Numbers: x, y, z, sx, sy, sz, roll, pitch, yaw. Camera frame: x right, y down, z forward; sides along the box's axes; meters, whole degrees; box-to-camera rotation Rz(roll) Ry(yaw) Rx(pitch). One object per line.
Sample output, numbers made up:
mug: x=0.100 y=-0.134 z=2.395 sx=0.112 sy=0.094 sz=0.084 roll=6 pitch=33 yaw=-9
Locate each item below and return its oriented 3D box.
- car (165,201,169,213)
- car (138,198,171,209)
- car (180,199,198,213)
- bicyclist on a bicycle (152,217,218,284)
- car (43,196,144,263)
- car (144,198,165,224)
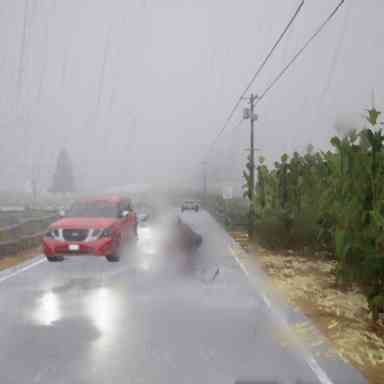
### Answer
car: x=-3.526 y=1.508 z=34.003 sx=1.812 sy=1.442 sz=4.674 roll=0 pitch=0 yaw=0
car: x=-5.268 y=1.540 z=46.472 sx=4.181 sy=1.385 sz=1.994 roll=0 pitch=0 yaw=27
car: x=-0.306 y=1.471 z=37.481 sx=2.128 sy=1.511 sz=4.902 roll=0 pitch=0 yaw=-2
bicyclist on a bicycle: x=-0.182 y=1.450 z=8.157 sx=1.656 sy=1.620 sz=0.582 roll=-1 pitch=0 yaw=-1
car: x=-3.385 y=1.213 z=12.302 sx=2.150 sy=2.045 sz=5.566 roll=0 pitch=0 yaw=0
car: x=-3.412 y=1.479 z=24.722 sx=2.128 sy=1.511 sz=4.902 roll=0 pitch=0 yaw=-1
